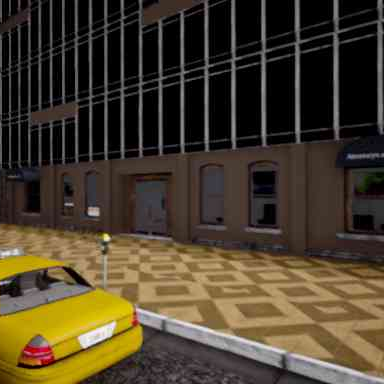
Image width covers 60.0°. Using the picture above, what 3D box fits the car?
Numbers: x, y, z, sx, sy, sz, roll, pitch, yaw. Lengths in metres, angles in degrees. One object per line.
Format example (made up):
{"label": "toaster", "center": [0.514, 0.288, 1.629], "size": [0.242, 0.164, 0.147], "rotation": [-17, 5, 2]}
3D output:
{"label": "car", "center": [-2.906, 1.519, 4.957], "size": [4.829, 1.417, 1.752], "rotation": [0, 0, 36]}
